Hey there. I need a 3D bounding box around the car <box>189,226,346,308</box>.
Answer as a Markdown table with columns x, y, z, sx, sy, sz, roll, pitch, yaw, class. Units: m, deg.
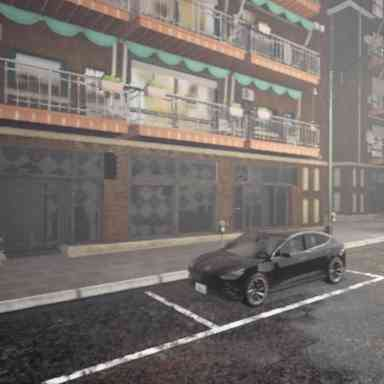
| x | y | z | sx | sy | sz | roll | pitch | yaw | class |
| --- | --- | --- | --- | --- | --- | --- | --- | --- | --- |
| 1.954 | 1.549 | 7.937 | 4.313 | 1.339 | 1.947 | 0 | 1 | -35 | car |
